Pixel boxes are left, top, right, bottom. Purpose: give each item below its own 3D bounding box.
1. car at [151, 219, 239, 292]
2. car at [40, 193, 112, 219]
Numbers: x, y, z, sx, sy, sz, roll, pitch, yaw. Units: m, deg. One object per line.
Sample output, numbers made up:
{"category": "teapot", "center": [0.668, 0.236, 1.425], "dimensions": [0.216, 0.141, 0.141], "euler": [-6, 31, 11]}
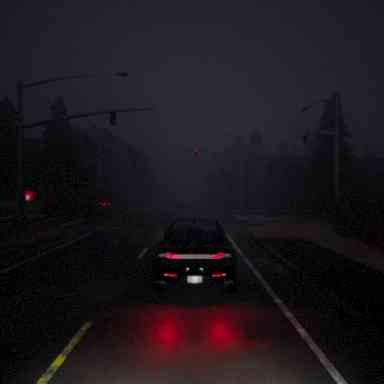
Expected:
{"category": "car", "center": [0.071, 1.448, 8.783], "dimensions": [2.128, 1.511, 4.902], "euler": [0, 0, 0]}
{"category": "car", "center": [-9.403, 1.100, 27.241], "dimensions": [5.566, 2.045, 2.150], "euler": [0, 0, 5]}
